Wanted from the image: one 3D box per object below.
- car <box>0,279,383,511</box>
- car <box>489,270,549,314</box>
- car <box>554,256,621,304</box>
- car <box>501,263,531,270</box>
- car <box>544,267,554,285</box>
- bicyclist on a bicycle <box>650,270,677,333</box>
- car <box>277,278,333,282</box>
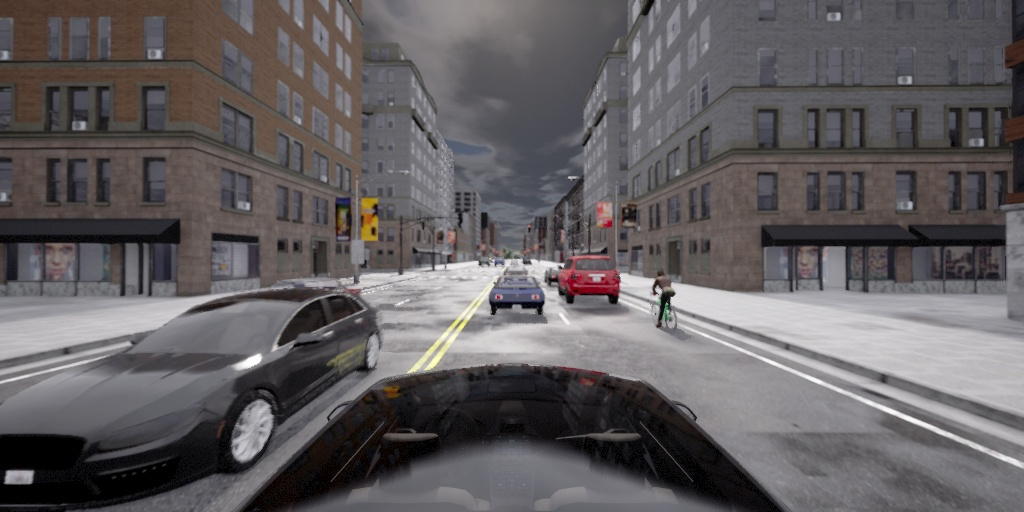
[{"bbox_3d":[-3.334,1.262,4.868,1.837,1.490,4.892,0,0,0],"label":"car"},{"bbox_3d":[0.180,1.384,13.969,1.895,1.301,4.718,0,0,0],"label":"car"},{"bbox_3d":[3.425,1.014,16.766,2.150,2.045,5.566,0,0,2],"label":"car"},{"bbox_3d":[0.279,1.425,27.806,1.895,1.301,4.718,0,0,0],"label":"car"},{"bbox_3d":[3.420,1.422,26.534,1.895,1.301,4.718,0,0,0],"label":"car"},{"bbox_3d":[4.196,1.226,9.965,0.582,1.620,1.656,0,0,0],"label":"bicyclist on a bicycle"},{"bbox_3d":[-6.539,1.374,11.122,1.895,1.301,4.718,0,0,0],"label":"car"}]
